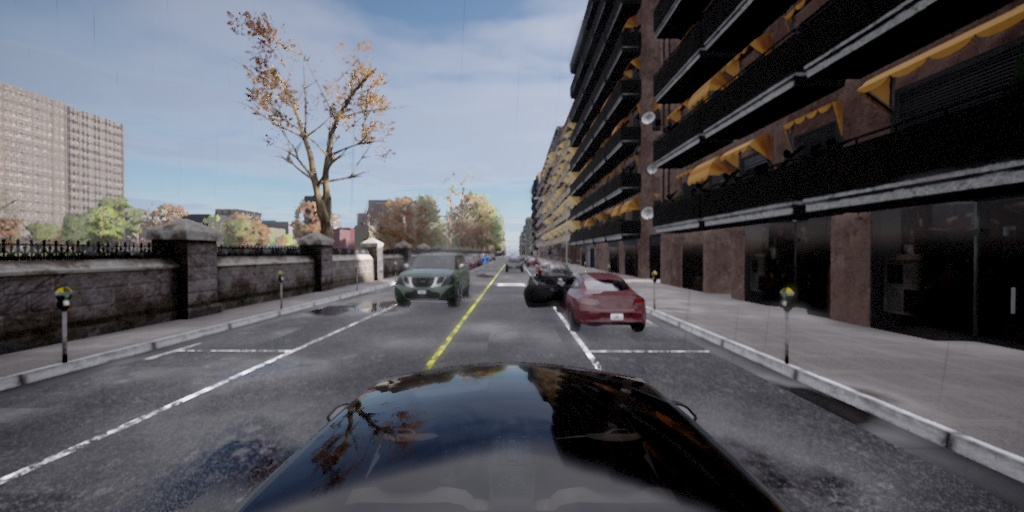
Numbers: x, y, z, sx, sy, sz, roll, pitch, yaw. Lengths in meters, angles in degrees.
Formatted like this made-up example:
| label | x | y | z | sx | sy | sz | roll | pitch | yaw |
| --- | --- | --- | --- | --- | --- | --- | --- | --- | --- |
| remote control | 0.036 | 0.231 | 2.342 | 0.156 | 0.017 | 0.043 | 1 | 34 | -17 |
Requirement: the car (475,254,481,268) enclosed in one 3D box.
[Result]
| label | x | y | z | sx | sy | sz | roll | pitch | yaw |
| --- | --- | --- | --- | --- | --- | --- | --- | --- | --- |
| car | -5.455 | 0.779 | 45.451 | 1.967 | 1.591 | 4.097 | 0 | 0 | 0 |

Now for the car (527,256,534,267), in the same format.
| label | x | y | z | sx | sy | sz | roll | pitch | yaw |
| --- | --- | --- | --- | --- | --- | --- | --- | --- | --- |
| car | 2.956 | 0.874 | 51.035 | 1.802 | 1.307 | 4.207 | 0 | 0 | 0 |

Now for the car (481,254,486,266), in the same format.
| label | x | y | z | sx | sy | sz | roll | pitch | yaw |
| --- | --- | --- | --- | --- | --- | --- | --- | --- | --- |
| car | -5.425 | 0.608 | 51.081 | 2.192 | 1.841 | 5.009 | 0 | 0 | 0 |

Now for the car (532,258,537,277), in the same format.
| label | x | y | z | sx | sy | sz | roll | pitch | yaw |
| --- | --- | --- | --- | --- | --- | --- | --- | --- | --- |
| car | 2.833 | 1.037 | 28.519 | 1.888 | 1.381 | 4.507 | 0 | 0 | 0 |

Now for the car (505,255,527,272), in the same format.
| label | x | y | z | sx | sy | sz | roll | pitch | yaw |
| --- | --- | --- | --- | --- | --- | --- | --- | --- | --- |
| car | 0.262 | 0.890 | 38.287 | 2.128 | 1.511 | 4.902 | 0 | 0 | 1 |

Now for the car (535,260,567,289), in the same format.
| label | x | y | z | sx | sy | sz | roll | pitch | yaw |
| --- | --- | --- | --- | --- | --- | --- | --- | --- | --- |
| car | 2.802 | 1.096 | 22.889 | 2.007 | 1.370 | 4.403 | 0 | 0 | 0 |

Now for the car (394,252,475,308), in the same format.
| label | x | y | z | sx | sy | sz | roll | pitch | yaw |
| --- | --- | --- | --- | --- | --- | --- | --- | --- | --- |
| car | -3.034 | 0.845 | 14.892 | 2.150 | 2.045 | 5.566 | 0 | 1 | 0 |

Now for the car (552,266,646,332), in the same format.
| label | x | y | z | sx | sy | sz | roll | pitch | yaw |
| --- | --- | --- | --- | --- | --- | --- | --- | --- | --- |
| car | 2.396 | 1.191 | 10.442 | 1.812 | 1.442 | 4.674 | 0 | 1 | 0 |
